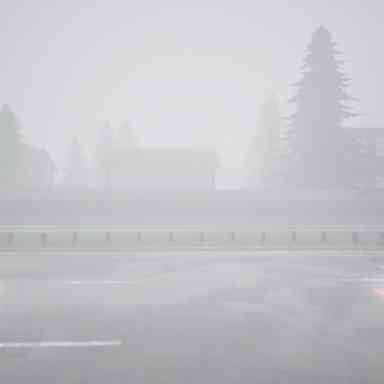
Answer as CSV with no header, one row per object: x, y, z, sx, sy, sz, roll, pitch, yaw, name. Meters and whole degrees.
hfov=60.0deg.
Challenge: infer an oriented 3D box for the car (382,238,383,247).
8.764,1.604,10.641,4.892,1.490,1.837,0,0,-3,car
